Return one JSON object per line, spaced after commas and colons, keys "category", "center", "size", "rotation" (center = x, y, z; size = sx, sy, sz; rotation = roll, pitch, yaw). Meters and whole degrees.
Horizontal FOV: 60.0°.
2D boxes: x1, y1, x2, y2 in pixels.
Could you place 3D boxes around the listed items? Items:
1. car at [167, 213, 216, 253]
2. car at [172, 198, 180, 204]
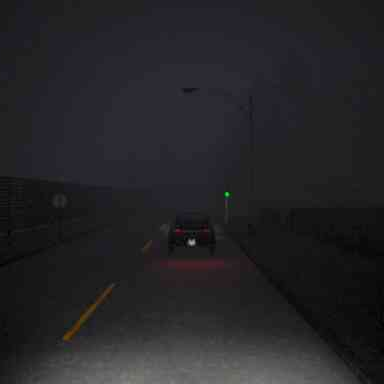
{"category": "car", "center": [-0.003, 1.632, 14.284], "size": [2.128, 1.511, 4.902], "rotation": [0, 0, 0]}
{"category": "car", "center": [-4.040, 2.300, 84.659], "size": [1.882, 1.535, 5.008], "rotation": [0, -1, 0]}
